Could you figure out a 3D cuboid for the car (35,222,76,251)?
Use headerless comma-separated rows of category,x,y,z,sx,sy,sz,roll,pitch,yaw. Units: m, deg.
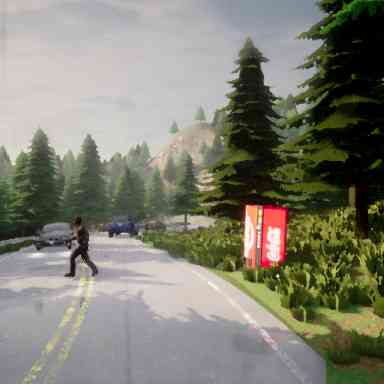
car,-7.955,2.570,19.713,1.837,1.490,4.892,0,-4,-15

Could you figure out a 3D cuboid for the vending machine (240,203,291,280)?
vending machine,2.126,1.402,9.732,1.100,2.100,0.880,3,-1,-14

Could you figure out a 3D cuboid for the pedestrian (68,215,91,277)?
pedestrian,-3.244,1.561,9.595,0.375,1.860,0.375,-3,1,-16

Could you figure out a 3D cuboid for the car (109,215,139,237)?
car,-6.363,3.180,31.508,2.150,2.045,5.566,0,-5,-2

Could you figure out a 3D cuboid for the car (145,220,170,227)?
car,-4.943,4.607,45.324,1.812,1.442,4.674,0,-5,13

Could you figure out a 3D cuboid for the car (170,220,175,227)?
car,-4.448,5.742,60.251,1.812,1.442,4.674,0,-5,16
